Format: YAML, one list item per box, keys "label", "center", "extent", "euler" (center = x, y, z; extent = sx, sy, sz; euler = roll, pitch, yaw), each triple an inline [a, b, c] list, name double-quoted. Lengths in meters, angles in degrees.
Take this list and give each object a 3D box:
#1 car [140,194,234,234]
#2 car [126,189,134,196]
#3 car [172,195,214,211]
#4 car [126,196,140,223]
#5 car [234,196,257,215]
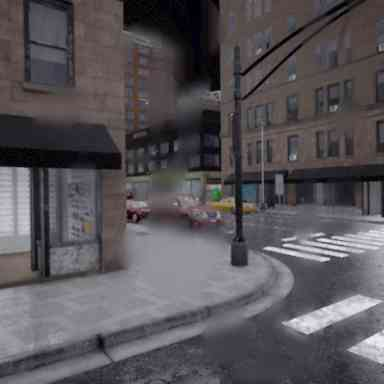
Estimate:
- label: "car"
  center: [-0.461, 1.033, 17.580]
  extent: [2.192, 1.841, 5.009]
  euler: [0, 1, -36]
- label: "car"
  center: [-9.602, 0.519, 44.779]
  extent: [2.192, 1.841, 5.009]
  euler: [0, 1, -36]
- label: "car"
  center: [0.030, 1.006, 31.452]
  extent: [1.802, 1.307, 4.206]
  euler: [0, 1, -36]
- label: "car"
  center: [-3.674, 1.182, 22.025]
  extent: [1.887, 1.381, 4.507]
  euler: [0, 1, -36]
- label: "car"
  center: [3.141, 1.025, 27.146]
  extent: [1.752, 1.417, 4.829]
  euler: [0, 1, -36]
